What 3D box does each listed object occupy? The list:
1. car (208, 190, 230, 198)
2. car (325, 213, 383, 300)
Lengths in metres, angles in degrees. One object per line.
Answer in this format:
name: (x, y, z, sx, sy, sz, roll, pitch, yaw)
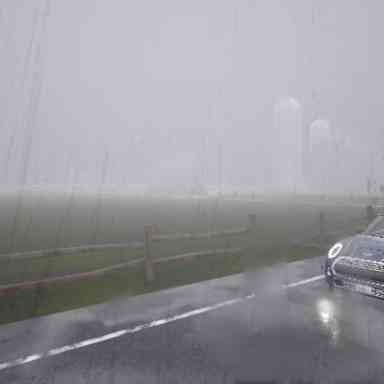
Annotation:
car: (4.750, 0.352, 58.928, 1.812, 1.442, 4.674, -2, 2, -36)
car: (5.108, 1.245, 7.721, 4.553, 1.767, 2.097, -1, 1, -36)
